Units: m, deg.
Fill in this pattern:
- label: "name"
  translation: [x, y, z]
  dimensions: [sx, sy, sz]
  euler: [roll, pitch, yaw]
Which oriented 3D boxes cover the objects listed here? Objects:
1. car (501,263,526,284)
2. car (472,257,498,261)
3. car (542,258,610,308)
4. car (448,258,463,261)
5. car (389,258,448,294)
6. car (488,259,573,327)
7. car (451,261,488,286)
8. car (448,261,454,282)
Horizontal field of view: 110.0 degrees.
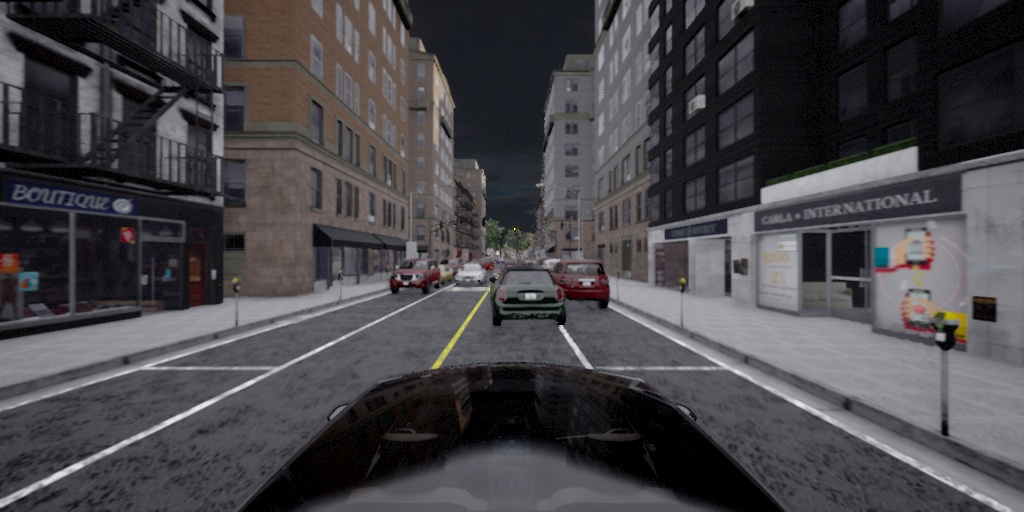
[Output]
- label: "car"
  translation: [0.093, 1.284, 28.255]
  dimensions: [1.812, 1.442, 4.674]
  euler: [0, 0, 0]
- label: "car"
  translation: [-4.591, 1.253, 45.310]
  dimensions: [5.008, 1.535, 1.882]
  euler: [0, -2, 35]
- label: "car"
  translation: [2.638, 1.070, 15.039]
  dimensions: [2.192, 1.841, 5.009]
  euler: [0, 0, 0]
- label: "car"
  translation: [-5.400, 1.074, 32.077]
  dimensions: [2.192, 1.841, 5.009]
  euler: [0, 0, 0]
- label: "car"
  translation: [-5.398, 1.071, 20.720]
  dimensions: [2.192, 1.841, 5.009]
  euler: [0, 0, 0]
- label: "car"
  translation: [0.355, 1.106, 11.798]
  dimensions: [2.097, 1.767, 4.553]
  euler: [0, 0, -4]
- label: "car"
  translation: [-2.832, 1.283, 25.370]
  dimensions: [1.812, 1.442, 4.674]
  euler: [0, 0, 0]
- label: "car"
  translation: [-5.399, 1.284, 26.227]
  dimensions: [1.751, 1.417, 4.829]
  euler: [0, 0, 0]
